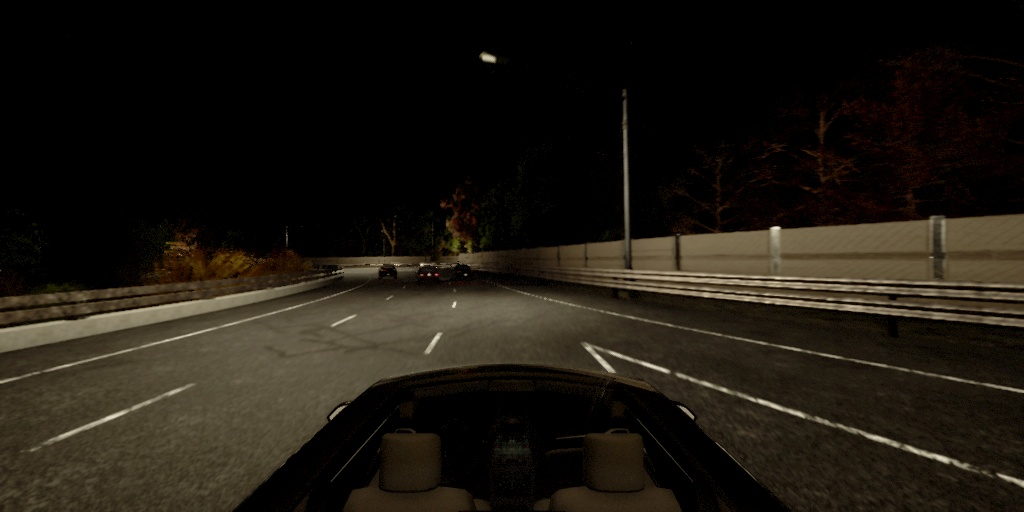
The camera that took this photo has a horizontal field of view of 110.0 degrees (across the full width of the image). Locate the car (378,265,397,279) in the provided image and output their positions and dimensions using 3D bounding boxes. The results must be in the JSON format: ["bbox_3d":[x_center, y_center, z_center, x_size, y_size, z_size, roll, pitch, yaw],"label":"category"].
[{"bbox_3d":[-13.886,1.759,40.046,2.128,1.511,4.902,-1,-1,-21],"label":"car"}]

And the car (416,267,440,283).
[{"bbox_3d":[-7.596,1.660,32.349,2.033,1.411,5.357,-1,0,-16],"label":"car"}]

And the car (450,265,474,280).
[{"bbox_3d":[-5.105,1.635,36.276,1.812,1.442,4.674,0,-1,-18],"label":"car"}]
